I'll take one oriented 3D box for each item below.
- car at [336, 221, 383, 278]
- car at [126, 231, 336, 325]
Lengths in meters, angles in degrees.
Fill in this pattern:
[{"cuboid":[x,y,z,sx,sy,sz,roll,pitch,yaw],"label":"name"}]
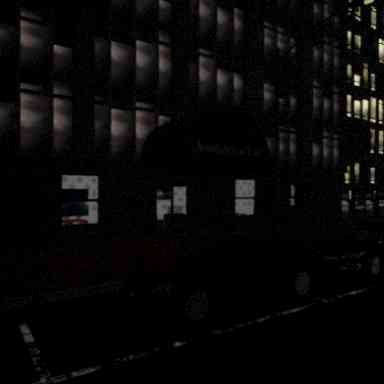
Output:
[{"cuboid":[5.526,1.617,10.263,4.403,1.369,2.008,1,-1,-34],"label":"car"},{"cuboid":[0.828,1.559,7.064,4.507,1.381,1.887,1,-1,-34],"label":"car"}]
